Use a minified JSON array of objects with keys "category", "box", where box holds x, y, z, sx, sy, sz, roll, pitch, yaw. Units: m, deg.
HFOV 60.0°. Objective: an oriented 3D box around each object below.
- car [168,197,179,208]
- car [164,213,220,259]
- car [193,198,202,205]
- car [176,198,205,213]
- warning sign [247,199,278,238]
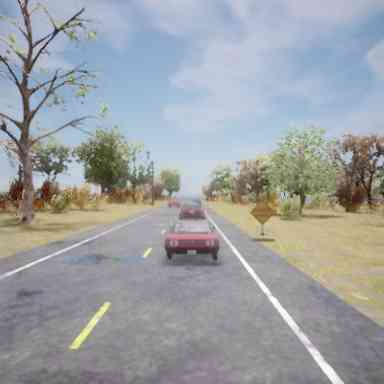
[{"category":"car","box":[-3.506,2.005,65.711,2.150,2.045,5.566,0,-1,0]},{"category":"car","box":[0.020,1.743,13.262,1.895,1.301,4.718,0,-1,1]},{"category":"car","box":[1.230,2.365,81.728,2.097,1.767,4.553,0,-1,0]},{"category":"car","box":[0.025,1.666,28.445,2.097,1.767,4.553,0,-1,1]},{"category":"warning sign","box":[3.545,1.296,16.770,1.300,1.860,1.060,0,-1,0]}]
